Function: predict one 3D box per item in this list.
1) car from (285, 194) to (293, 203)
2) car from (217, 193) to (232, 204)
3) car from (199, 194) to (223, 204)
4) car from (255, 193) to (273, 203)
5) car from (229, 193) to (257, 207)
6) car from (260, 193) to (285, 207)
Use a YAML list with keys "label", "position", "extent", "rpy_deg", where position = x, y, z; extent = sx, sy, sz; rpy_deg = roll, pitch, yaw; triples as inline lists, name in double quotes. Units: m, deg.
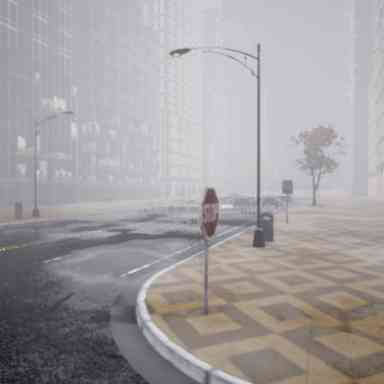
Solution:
- label: "car"
  position: [14.495, 0.824, 51.449]
  extent: [1.882, 1.535, 5.008]
  rpy_deg: [0, 1, 23]
- label: "car"
  position: [5.754, 0.932, 47.539]
  extent: [2.128, 1.511, 4.902]
  rpy_deg: [0, 1, 23]
- label: "car"
  position: [2.868, 1.036, 49.048]
  extent: [1.895, 1.301, 4.718]
  rpy_deg: [0, 1, 23]
- label: "car"
  position: [11.504, 0.909, 52.720]
  extent: [1.994, 1.385, 4.181]
  rpy_deg: [0, 1, 23]
- label: "car"
  position: [6.408, 1.087, 40.653]
  extent: [1.994, 1.385, 4.181]
  rpy_deg: [0, 1, 23]
- label: "car"
  position: [9.565, 1.043, 39.767]
  extent: [1.812, 1.442, 4.674]
  rpy_deg: [0, 1, 23]
